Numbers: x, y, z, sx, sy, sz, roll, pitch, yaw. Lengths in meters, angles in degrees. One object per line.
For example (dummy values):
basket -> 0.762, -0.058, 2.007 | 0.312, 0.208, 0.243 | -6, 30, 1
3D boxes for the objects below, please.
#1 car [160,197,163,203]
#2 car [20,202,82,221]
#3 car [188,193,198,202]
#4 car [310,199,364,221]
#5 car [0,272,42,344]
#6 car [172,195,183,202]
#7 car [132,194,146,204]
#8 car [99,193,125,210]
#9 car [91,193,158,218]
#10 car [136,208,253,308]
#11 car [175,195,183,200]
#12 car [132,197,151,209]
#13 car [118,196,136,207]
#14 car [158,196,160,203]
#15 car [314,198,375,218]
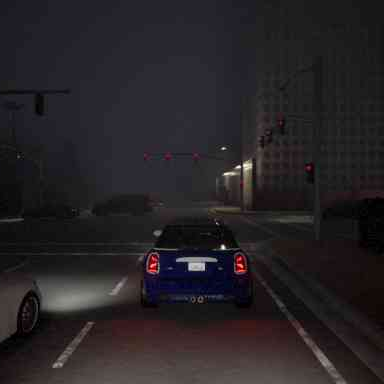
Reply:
car -> -6.876, 1.564, 66.410 | 1.994, 1.385, 4.181 | 0, 0, 0
car -> -11.357, 1.548, 26.948 | 4.674, 1.442, 1.812 | 0, 0, 0
car -> 0.176, 1.531, 73.123 | 2.033, 1.411, 5.357 | 0, 0, 0
car -> 12.021, 1.408, 26.942 | 4.553, 1.767, 2.097 | 0, 0, 0
car -> -3.430, 1.526, 3.640 | 1.812, 1.442, 4.674 | 0, 0, 1
car -> -3.323, 1.469, 73.542 | 1.882, 1.535, 5.008 | 0, 0, 0
car -> -10.374, 1.353, 65.587 | 2.097, 1.767, 4.553 | 0, 0, 1
car -> -10.484, 1.221, 44.114 | 2.150, 2.045, 5.566 | 0, 0, 0
car -> -6.288, 1.245, 30.447 | 5.566, 2.045, 2.150 | 0, 0, 0
car -> 0.102, 1.352, 8.070 | 2.097, 1.767, 4.553 | 0, 0, 0
car -> -3.298, 1.423, 83.794 | 1.895, 1.301, 4.718 | 0, 0, 0
car -> -6.973, 1.526, 46.345 | 1.812, 1.442, 4.674 | 0, 0, 0
car -> -10.455, 1.478, 53.885 | 1.882, 1.535, 5.008 | 0, 0, 0
car -> -6.947, 1.505, 55.239 | 1.837, 1.490, 4.892 | 0, 0, 0
car -> 13.862, 1.407, 30.440 | 4.553, 1.767, 2.097 | 0, 0, 0
